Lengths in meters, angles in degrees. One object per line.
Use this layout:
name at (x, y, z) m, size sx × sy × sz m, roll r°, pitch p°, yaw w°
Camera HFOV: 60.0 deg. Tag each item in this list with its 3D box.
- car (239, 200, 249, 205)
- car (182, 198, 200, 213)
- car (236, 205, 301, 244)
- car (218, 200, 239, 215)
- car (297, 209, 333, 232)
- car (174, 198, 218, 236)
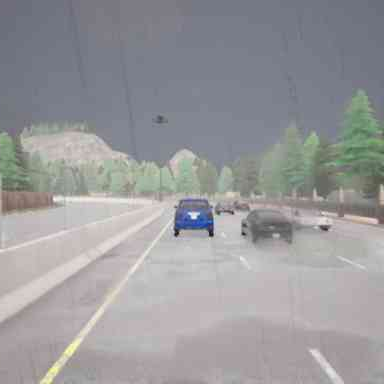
car at (6.617, 1.837, 46.016) m, size 1.812 × 1.442 × 4.674 m, roll 0°, pitch 0°, yaw -5°
car at (-0.180, 1.641, 42.853) m, size 2.097 × 1.767 × 4.553 m, roll 0°, pitch 0°, yaw -3°
car at (3.599, 1.620, 16.596) m, size 1.837 × 1.490 × 4.892 m, roll 0°, pitch 0°, yaw 0°
car at (3.559, 1.801, 37.418) m, size 2.033 × 1.411 × 5.357 m, roll 0°, pitch 0°, yaw -1°
car at (7.098, 1.745, 21.200) m, size 1.895 × 1.301 × 4.718 m, roll 0°, pitch 0°, yaw 0°
car at (0.098, 1.355, 19.474) m, size 2.150 × 2.045 × 5.566 m, roll 0°, pitch 0°, yaw 0°
